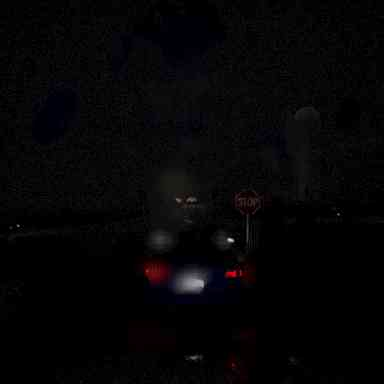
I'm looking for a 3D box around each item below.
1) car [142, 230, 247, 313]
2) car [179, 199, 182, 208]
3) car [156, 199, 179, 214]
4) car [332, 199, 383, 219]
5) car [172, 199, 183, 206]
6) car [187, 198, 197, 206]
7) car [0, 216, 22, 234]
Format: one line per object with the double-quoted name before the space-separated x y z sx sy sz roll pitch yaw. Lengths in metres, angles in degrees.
"car" 0.072 1.575 7.801 1.994 1.385 4.181 0 0 1
"car" -2.854 1.854 46.969 1.895 1.301 4.718 0 -1 0
"car" -2.867 1.694 37.351 2.033 1.411 5.357 0 0 0
"car" 12.644 1.195 23.806 4.718 1.301 1.895 -2 -1 -2
"car" -2.792 2.124 66.627 1.994 1.385 4.181 0 -1 1
"car" -0.023 1.946 68.642 2.097 1.767 4.553 0 -1 0
"car" -13.248 1.944 20.816 4.892 1.490 1.837 -2 -1 2
